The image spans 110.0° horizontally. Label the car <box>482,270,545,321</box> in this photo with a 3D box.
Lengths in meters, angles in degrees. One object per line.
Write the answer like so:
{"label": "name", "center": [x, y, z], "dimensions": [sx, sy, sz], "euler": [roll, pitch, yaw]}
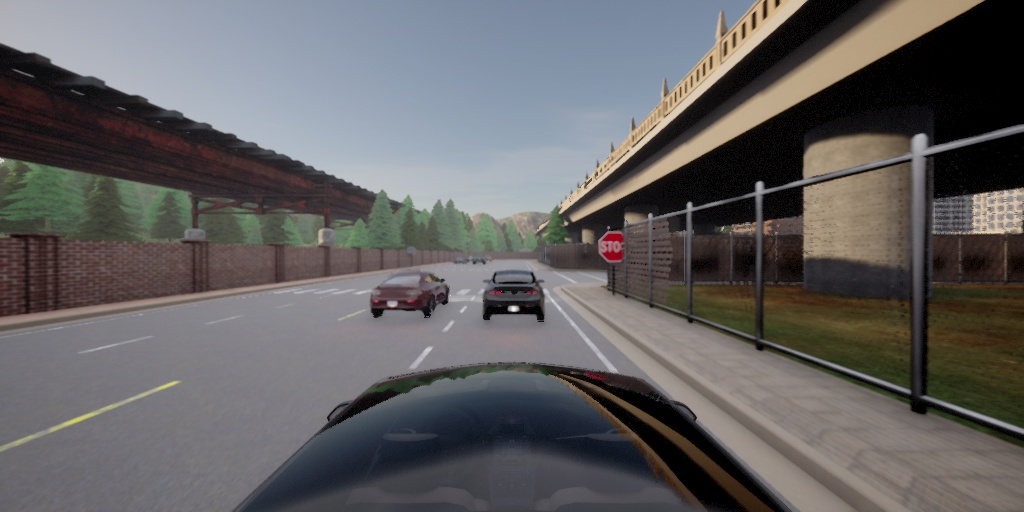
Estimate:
{"label": "car", "center": [0.059, 1.189, 12.099], "dimensions": [1.837, 1.490, 4.892], "euler": [0, 0, 0]}

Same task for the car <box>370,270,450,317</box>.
{"label": "car", "center": [-3.438, 1.209, 12.655], "dimensions": [1.812, 1.442, 4.674], "euler": [0, 0, 0]}
